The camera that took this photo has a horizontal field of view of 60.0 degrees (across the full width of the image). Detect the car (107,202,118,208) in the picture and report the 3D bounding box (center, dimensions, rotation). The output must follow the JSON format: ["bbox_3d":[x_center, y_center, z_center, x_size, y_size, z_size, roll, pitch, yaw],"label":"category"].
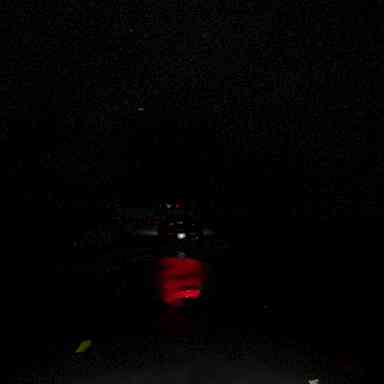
[{"bbox_3d":[-17.537,2.906,73.636,1.837,1.490,4.892,1,-3,-22],"label":"car"}]

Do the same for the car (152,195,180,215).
[{"bbox_3d":[-2.304,1.277,29.870,2.150,2.045,5.566,0,0,-9],"label":"car"}]

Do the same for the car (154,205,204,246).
[{"bbox_3d":[-0.577,1.467,14.820,1.837,1.490,4.892,0,-2,-4],"label":"car"}]
